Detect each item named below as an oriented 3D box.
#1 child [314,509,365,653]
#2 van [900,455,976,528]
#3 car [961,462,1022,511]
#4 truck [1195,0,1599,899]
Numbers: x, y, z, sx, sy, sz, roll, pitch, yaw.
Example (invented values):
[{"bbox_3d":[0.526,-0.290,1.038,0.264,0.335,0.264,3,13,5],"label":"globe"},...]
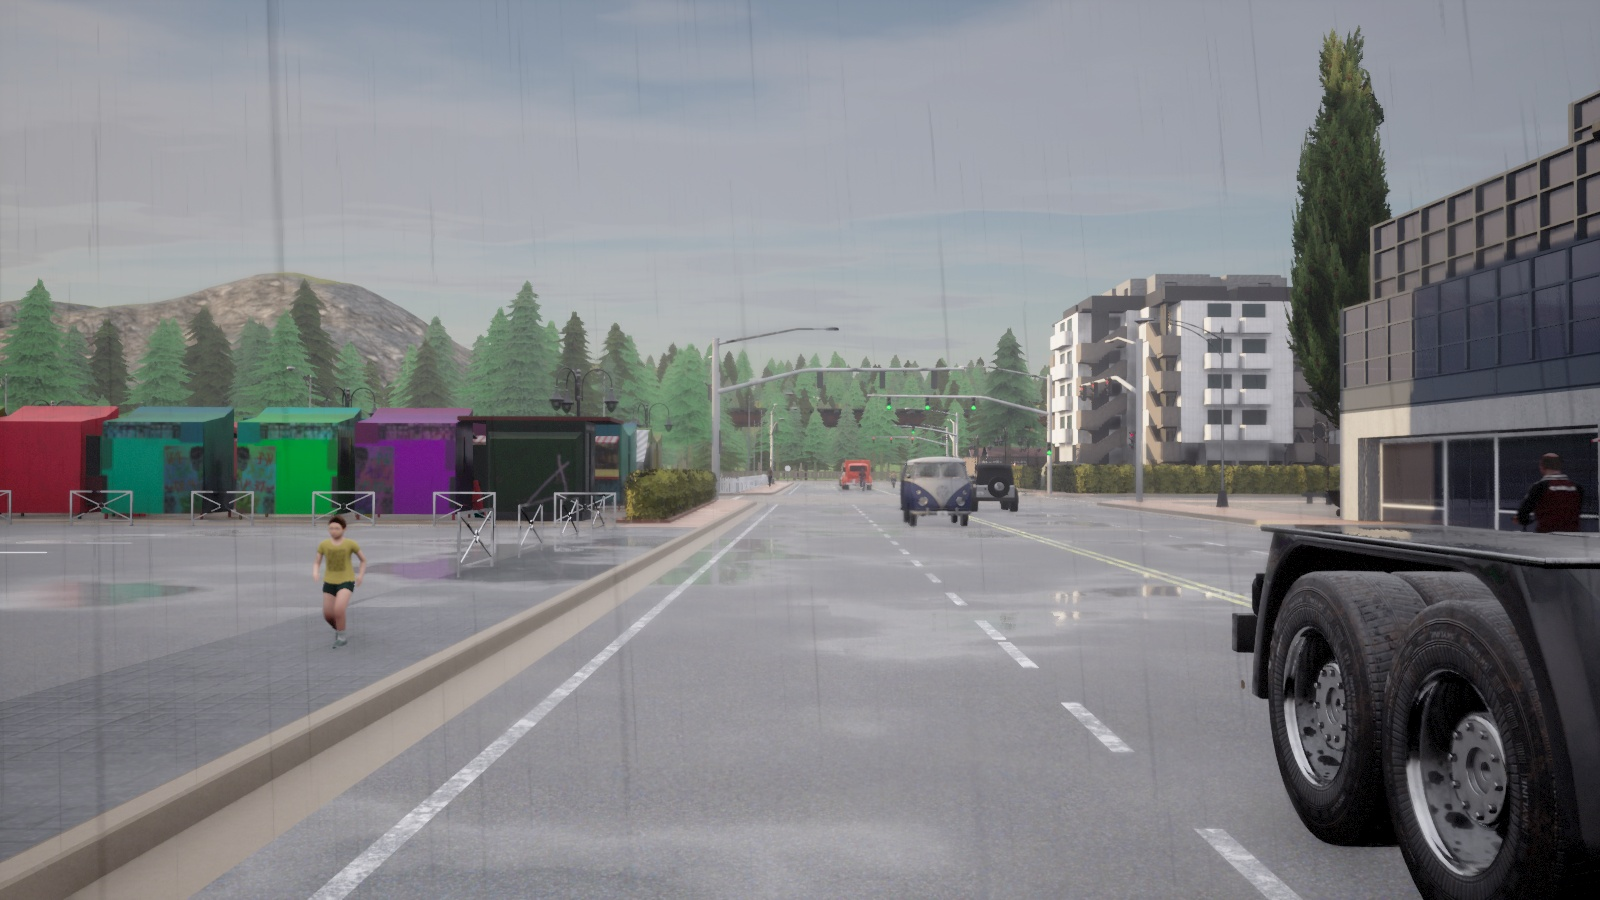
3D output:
[{"bbox_3d":[-3.678,1.036,10.046,0.255,1.110,0.394,0,-1,1],"label":"child"},{"bbox_3d":[3.945,1.164,36.593,1.775,1.987,4.442,0,-1,1],"label":"van"},{"bbox_3d":[7.622,1.425,50.367,1.905,1.878,3.866,0,-1,1],"label":"car"},{"bbox_3d":[3.522,-0.137,2.678,2.891,3.462,7.936,0,-1,1],"label":"truck"}]
